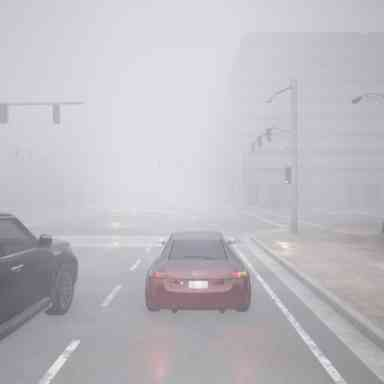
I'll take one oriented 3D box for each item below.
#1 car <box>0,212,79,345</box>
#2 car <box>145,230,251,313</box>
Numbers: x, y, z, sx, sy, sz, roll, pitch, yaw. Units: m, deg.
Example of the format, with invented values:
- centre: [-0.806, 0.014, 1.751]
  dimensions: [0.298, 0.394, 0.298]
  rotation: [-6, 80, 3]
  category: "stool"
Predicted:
- centre: [-3.397, 1.221, 4.397]
  dimensions: [2.150, 2.045, 5.566]
  rotation: [0, 0, 1]
  category: "car"
- centre: [0.113, 1.563, 7.723]
  dimensions: [1.994, 1.385, 4.181]
  rotation: [0, 0, 0]
  category: "car"
